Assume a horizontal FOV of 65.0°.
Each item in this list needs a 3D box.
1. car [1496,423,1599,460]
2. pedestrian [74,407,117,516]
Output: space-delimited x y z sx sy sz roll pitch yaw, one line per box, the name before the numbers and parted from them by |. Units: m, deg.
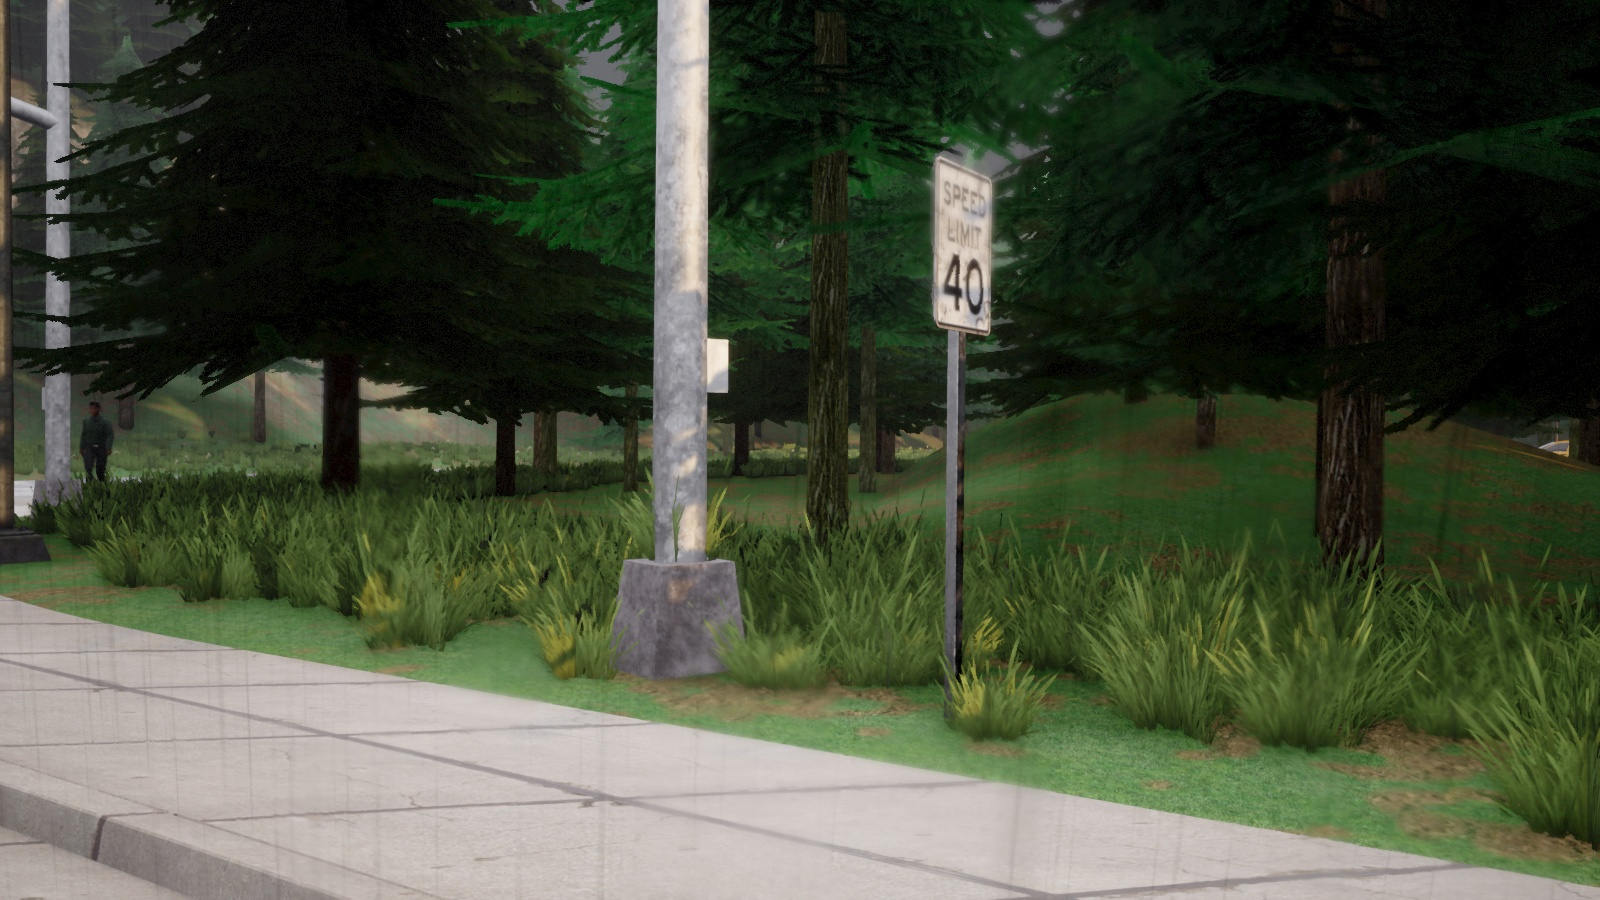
car | 33.110 -0.368 54.063 5.366 1.575 1.801 0 1 33
pedestrian | -12.794 0.198 22.814 0.423 1.949 0.788 -1 1 -11
